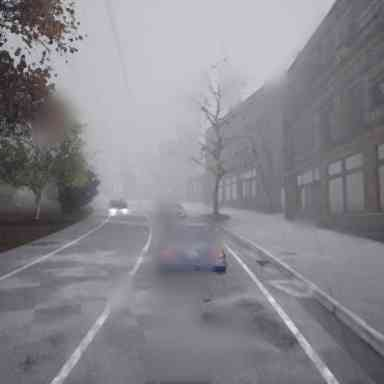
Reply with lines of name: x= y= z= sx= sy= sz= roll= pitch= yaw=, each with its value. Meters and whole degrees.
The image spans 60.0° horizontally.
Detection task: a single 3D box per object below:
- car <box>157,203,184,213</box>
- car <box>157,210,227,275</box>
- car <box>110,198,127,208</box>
car: x=-1.590 y=1.529 z=25.588 sx=2.033 sy=1.411 sz=5.357 roll=1 pitch=0 yaw=-9
car: x=-0.080 y=1.536 z=10.374 sx=2.033 sy=1.411 sz=5.357 roll=0 pitch=0 yaw=-2
car: x=-9.915 y=1.462 z=44.718 sx=1.895 sy=1.301 sz=4.718 roll=2 pitch=0 yaw=-19
